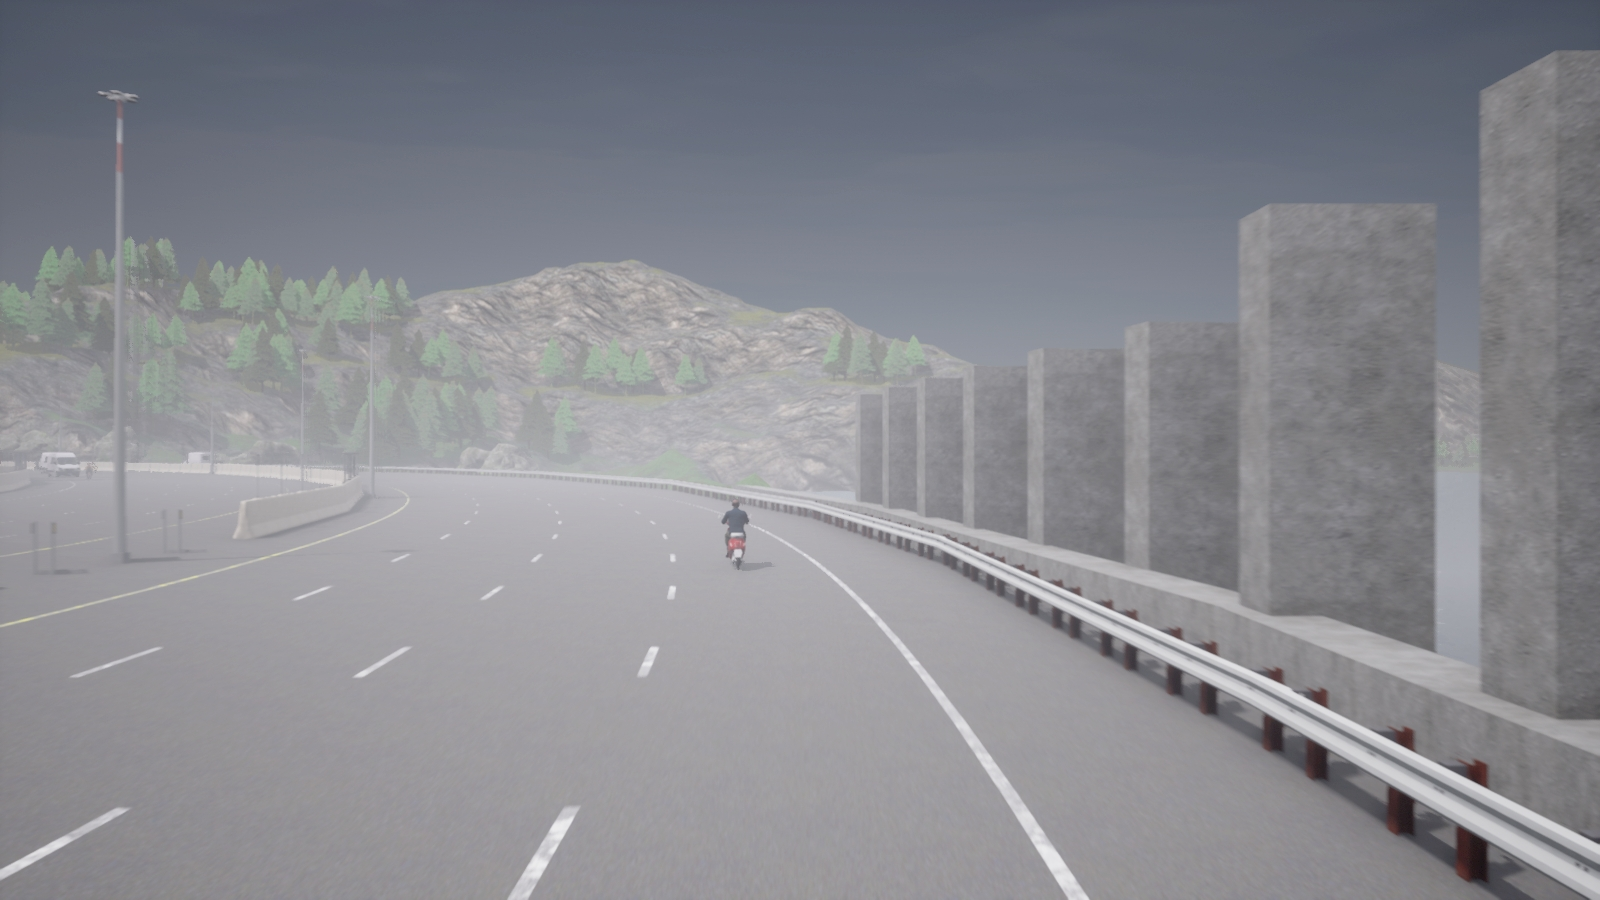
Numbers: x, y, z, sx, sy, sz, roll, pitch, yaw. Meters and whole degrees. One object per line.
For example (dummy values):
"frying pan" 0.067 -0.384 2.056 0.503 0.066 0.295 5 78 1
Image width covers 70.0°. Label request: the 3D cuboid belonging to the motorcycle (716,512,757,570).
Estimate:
"motorcycle" -1.541 2.178 27.501 0.856 1.236 1.805 -1 0 -6
